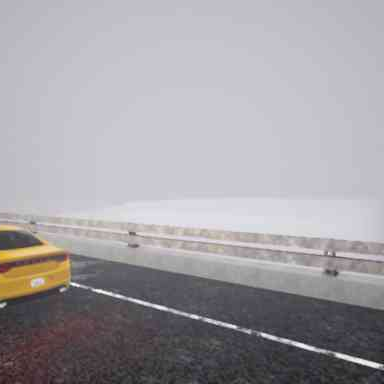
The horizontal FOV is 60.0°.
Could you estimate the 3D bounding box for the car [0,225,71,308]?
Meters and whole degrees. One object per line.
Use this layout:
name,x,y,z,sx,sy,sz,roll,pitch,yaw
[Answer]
car,-4.793,1.473,7.453,5.008,1.535,1.882,0,0,36
